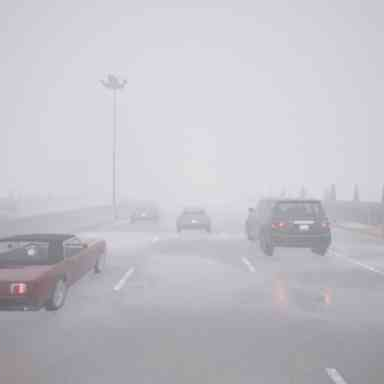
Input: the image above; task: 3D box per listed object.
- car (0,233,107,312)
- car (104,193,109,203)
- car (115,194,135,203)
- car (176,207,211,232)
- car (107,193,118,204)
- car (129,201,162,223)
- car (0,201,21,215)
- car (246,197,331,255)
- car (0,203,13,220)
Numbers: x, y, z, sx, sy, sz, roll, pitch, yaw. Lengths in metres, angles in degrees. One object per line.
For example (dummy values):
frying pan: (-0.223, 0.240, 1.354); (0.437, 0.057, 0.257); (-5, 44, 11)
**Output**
car: (-3.400, 1.601, 7.656); (1.895, 1.301, 4.718); (0, 0, 0)
car: (-17.150, 1.228, 71.803); (2.150, 2.045, 5.566); (0, 0, 2)
car: (-10.529, 1.506, 54.023); (1.837, 1.490, 4.892); (0, 0, 1)
car: (0.103, 1.565, 20.028); (1.994, 1.385, 4.181); (0, 0, 0)
car: (-13.900, 1.499, 62.709); (2.128, 1.511, 4.902); (0, 0, 1)
car: (-3.395, 1.565, 25.334); (1.994, 1.385, 4.181); (0, 0, 0)
car: (-17.589, 1.527, 30.675); (1.812, 1.442, 4.674); (0, 0, 0)
car: (3.602, 1.222, 13.378); (2.150, 2.045, 5.566); (0, 0, 0)
car: (-14.096, 1.602, 21.692); (1.895, 1.301, 4.718); (0, 0, 0)
